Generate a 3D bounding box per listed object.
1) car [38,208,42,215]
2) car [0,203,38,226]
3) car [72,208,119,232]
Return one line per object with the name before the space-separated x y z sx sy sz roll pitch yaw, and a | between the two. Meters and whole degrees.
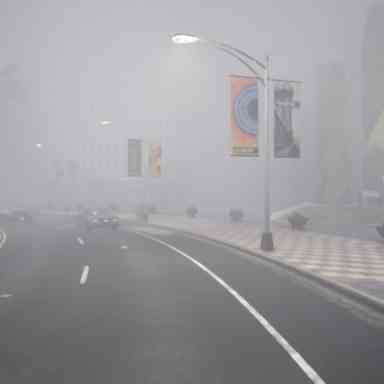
car | -17.551 1.869 34.186 5.357 1.411 2.033 0 -1 37
car | -13.748 1.768 25.723 1.812 1.442 4.674 1 -1 -40
car | -6.334 1.745 21.563 2.033 1.411 5.357 0 -1 -31
